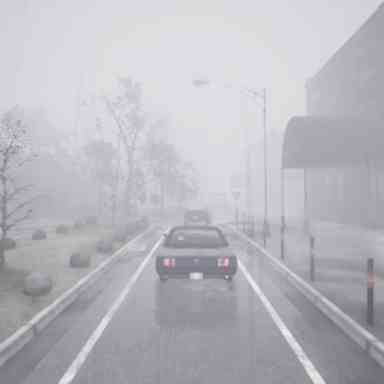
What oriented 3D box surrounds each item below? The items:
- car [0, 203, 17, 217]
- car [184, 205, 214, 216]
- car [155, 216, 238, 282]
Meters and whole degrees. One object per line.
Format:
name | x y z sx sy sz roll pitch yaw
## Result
car | -21.993 1.983 36.996 4.553 1.767 2.097 1 -2 -31
car | 0.622 1.746 26.246 1.882 1.535 5.008 0 -2 8
car | 0.100 1.601 9.670 1.895 1.301 4.718 0 0 0
